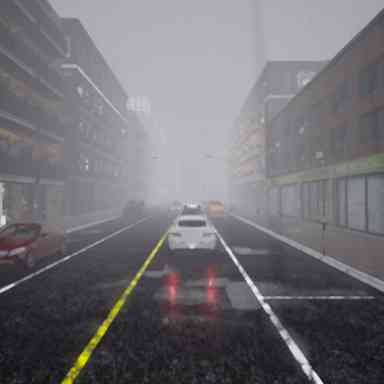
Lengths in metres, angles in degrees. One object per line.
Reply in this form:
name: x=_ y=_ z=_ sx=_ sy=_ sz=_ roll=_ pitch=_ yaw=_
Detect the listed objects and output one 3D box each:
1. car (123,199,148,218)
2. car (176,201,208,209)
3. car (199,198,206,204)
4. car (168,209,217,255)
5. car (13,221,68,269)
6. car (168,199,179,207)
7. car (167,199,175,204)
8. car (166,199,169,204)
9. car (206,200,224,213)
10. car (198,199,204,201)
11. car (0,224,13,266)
car: x=-5.683 y=1.670 z=34.080 sx=2.192 sy=1.841 sz=5.009 roll=0 pitch=-1 yaw=0
car: x=0.021 y=1.790 z=28.506 sx=2.128 sy=1.511 sz=4.902 roll=0 pitch=0 yaw=0
car: x=2.706 y=2.457 z=90.601 sx=1.752 sy=1.417 sz=4.829 roll=0 pitch=-1 yaw=0
car: x=0.022 y=1.672 z=13.896 sx=1.812 sy=1.442 sz=4.674 roll=0 pitch=0 yaw=0
car: x=-5.688 y=1.704 z=11.533 sx=1.802 sy=1.307 sz=4.206 roll=0 pitch=-1 yaw=0
car: x=-3.017 y=2.230 z=64.571 sx=1.994 sy=1.385 sz=4.181 roll=0 pitch=-1 yaw=1
car: x=-5.676 y=2.481 z=90.437 sx=2.008 sy=1.369 sz=4.403 roll=0 pitch=-1 yaw=0
car: x=-5.676 y=2.424 z=84.800 sx=2.008 sy=1.369 sz=4.403 roll=0 pitch=-1 yaw=0
car: x=3.156 y=1.906 z=43.260 sx=1.801 sy=1.575 sz=5.366 roll=0 pitch=-1 yaw=0
car: x=2.702 y=2.252 z=67.887 sx=2.008 sy=1.369 sz=4.403 roll=0 pitch=-1 yaw=0
car: x=-5.687 y=1.378 z=5.900 sx=2.192 sy=1.841 sz=5.009 roll=0 pitch=-1 yaw=0
